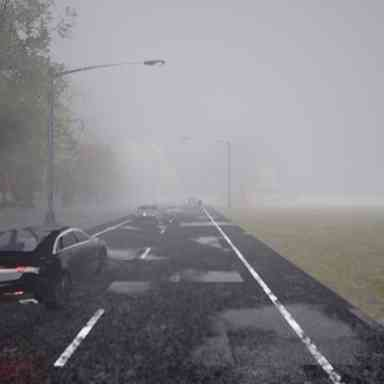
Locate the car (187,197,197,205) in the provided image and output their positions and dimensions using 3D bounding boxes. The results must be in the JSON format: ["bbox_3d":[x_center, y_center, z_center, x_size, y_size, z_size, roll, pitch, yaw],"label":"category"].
[{"bbox_3d":[0.026,1.850,69.500,1.882,1.535,5.008,0,0,0],"label":"car"}]

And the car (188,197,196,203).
[{"bbox_3d":[0.021,1.916,79.899,1.837,1.490,4.892,0,0,0],"label":"car"}]

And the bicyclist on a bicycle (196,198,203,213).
[{"bbox_3d":[0.974,1.579,39.142,0.659,1.776,1.843,0,0,0],"label":"bicyclist on a bicycle"}]

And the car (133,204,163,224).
[{"bbox_3d":[-3.396,1.688,26.385,2.033,1.411,5.357,0,0,0],"label":"car"}]

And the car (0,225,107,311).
[{"bbox_3d":[-3.399,1.534,7.837,2.128,1.511,4.902,0,0,0],"label":"car"}]

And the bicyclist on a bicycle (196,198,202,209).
[{"bbox_3d":[0.989,1.695,48.405,0.866,1.612,1.509,0,0,0],"label":"bicyclist on a bicycle"}]
